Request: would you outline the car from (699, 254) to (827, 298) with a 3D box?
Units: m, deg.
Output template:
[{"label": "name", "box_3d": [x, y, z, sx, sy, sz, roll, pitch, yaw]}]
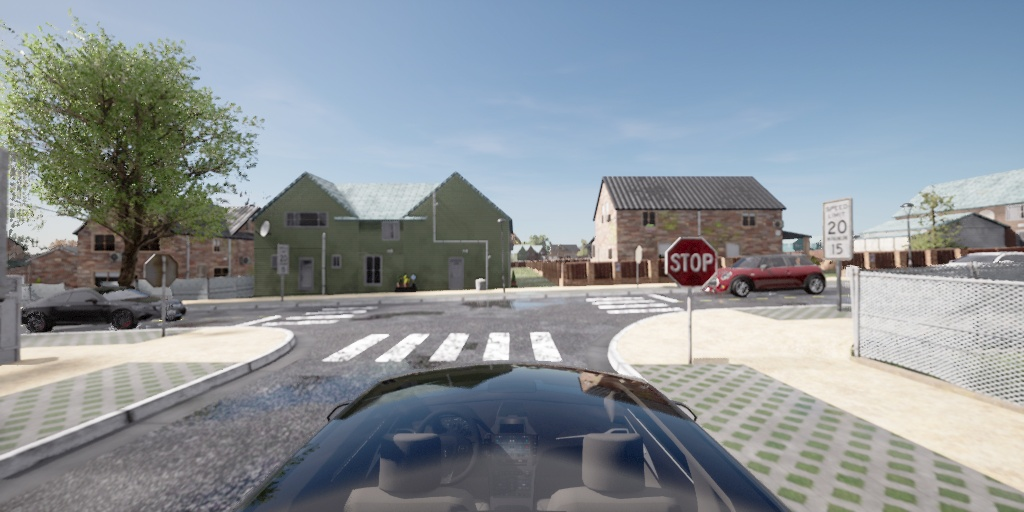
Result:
[{"label": "car", "box_3d": [10.562, 0.751, 15.384, 4.553, 1.767, 2.097, -2, -1, -1]}]

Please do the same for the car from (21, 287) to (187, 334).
[{"label": "car", "box_3d": [-14.295, 1.810, 12.635, 4.674, 1.442, 1.812, -2, -1, 0]}]

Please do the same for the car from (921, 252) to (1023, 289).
[{"label": "car", "box_3d": [20.500, 0.566, 15.370, 4.674, 1.442, 1.812, -2, -1, 1]}]
